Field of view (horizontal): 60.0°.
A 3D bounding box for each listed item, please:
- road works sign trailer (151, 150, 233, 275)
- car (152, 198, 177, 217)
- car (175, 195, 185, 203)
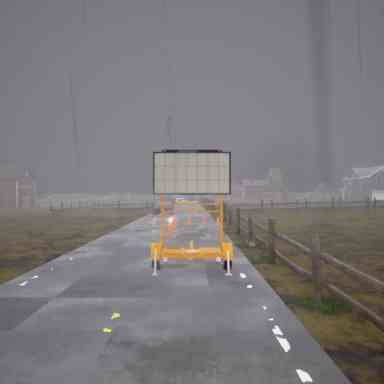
[{"bbox_3d":[-0.002,0.481,10.435,2.380,3.560,2.880,0,0,0],"label":"road works sign trailer"},{"bbox_3d":[-2.856,1.609,33.701,1.882,1.535,5.008,0,0,0],"label":"car"},{"bbox_3d":[-2.765,1.795,78.033,2.150,2.045,5.566,0,-1,0],"label":"car"}]
